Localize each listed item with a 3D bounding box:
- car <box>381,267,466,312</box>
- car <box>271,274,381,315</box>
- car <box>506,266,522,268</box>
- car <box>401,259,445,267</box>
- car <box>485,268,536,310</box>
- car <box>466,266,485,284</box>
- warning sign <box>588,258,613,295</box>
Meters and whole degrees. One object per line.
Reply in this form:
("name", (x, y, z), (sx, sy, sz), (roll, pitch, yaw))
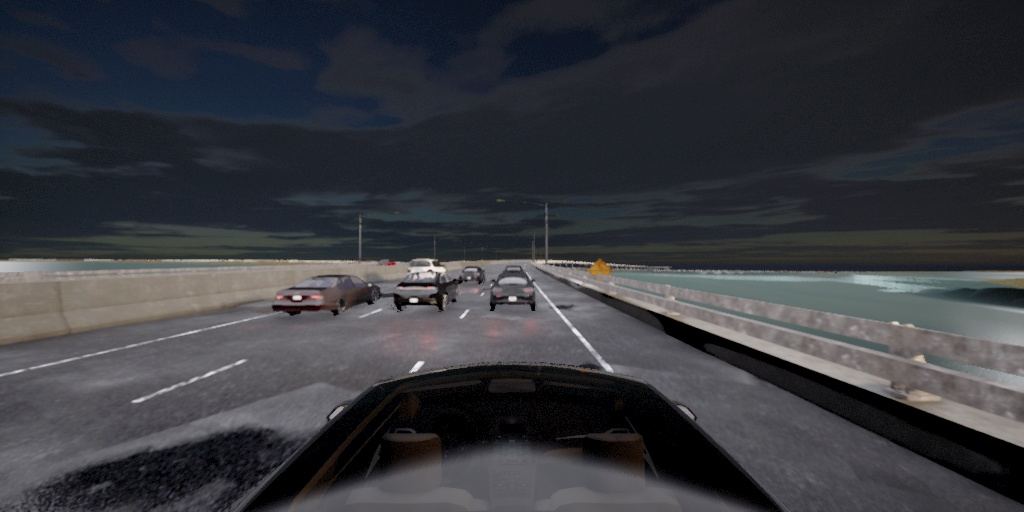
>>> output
("car", (-3.453, 1.388, 15.133), (2.128, 1.511, 4.902), (0, 0, 1))
("car", (-6.970, 1.434, 14.194), (2.033, 1.411, 5.357), (0, -1, 1))
("car", (0.154, 1.561, 30.047), (1.837, 1.490, 4.892), (0, 0, 1))
("car", (-6.866, 1.271, 29.195), (2.150, 2.045, 5.566), (0, 0, 1))
("car", (0.053, 1.425, 15.510), (1.812, 1.442, 4.674), (0, 0, 1))
("car", (-3.337, 1.584, 30.478), (1.812, 1.442, 4.674), (0, 0, 1))
("warning sign", (4.591, 1.047, 18.588), (1.300, 1.860, 1.060), (0, 0, 0))
